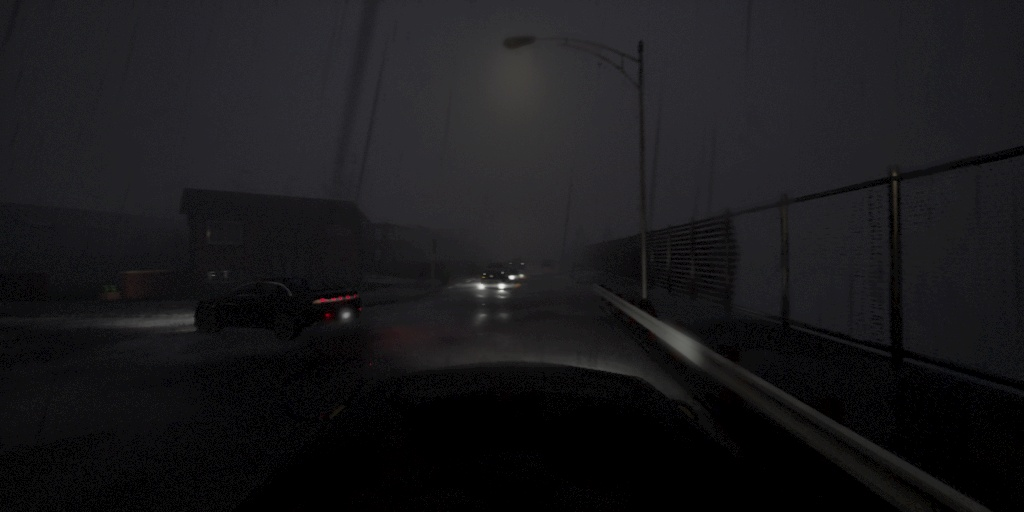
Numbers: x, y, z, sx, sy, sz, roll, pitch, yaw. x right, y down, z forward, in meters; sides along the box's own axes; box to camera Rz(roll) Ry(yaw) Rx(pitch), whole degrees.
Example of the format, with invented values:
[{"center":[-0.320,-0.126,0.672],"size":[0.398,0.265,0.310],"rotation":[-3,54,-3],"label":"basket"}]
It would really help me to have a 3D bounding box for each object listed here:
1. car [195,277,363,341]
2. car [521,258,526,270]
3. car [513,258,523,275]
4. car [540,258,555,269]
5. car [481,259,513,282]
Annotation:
[{"center":[-6.510,1.334,9.962],"size":[4.902,1.511,2.128],"rotation":[-1,0,20],"label":"car"},{"center":[0.732,1.032,48.686],"size":[2.097,1.767,4.553],"rotation":[-1,0,6],"label":"car"},{"center":[-0.312,1.256,38.650],"size":[2.033,1.411,5.357],"rotation":[-1,0,6],"label":"car"},{"center":[5.318,1.105,53.482],"size":[1.837,1.490,4.892],"rotation":[-1,0,5],"label":"car"},{"center":[-1.285,1.241,28.833],"size":[1.837,1.490,4.892],"rotation":[-1,0,6],"label":"car"}]
